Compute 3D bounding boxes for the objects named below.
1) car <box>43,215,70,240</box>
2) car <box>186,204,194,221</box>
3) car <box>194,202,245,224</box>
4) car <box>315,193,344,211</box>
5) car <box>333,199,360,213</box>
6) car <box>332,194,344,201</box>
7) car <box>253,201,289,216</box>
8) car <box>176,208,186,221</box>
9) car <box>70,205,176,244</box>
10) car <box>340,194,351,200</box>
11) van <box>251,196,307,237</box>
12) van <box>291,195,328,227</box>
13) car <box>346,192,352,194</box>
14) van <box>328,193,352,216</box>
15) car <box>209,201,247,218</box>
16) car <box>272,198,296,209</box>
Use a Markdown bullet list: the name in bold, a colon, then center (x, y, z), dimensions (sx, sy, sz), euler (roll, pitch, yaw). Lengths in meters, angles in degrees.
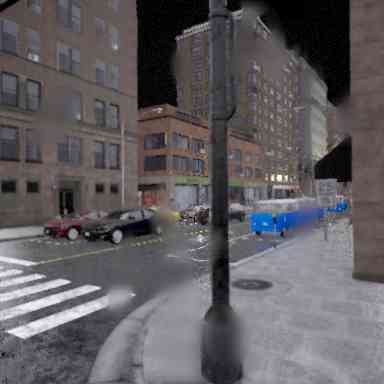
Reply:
- **car**: center (-5.623, 1.637, 17.667), dimensions (1.887, 1.381, 4.507), euler (0, 0, 34)
- **car**: center (0.454, 1.636, 26.820), dimensions (1.802, 1.307, 4.206), euler (0, 0, 34)
- **car**: center (2.378, 1.546, 24.742), dimensions (1.812, 1.442, 4.674), euler (-1, 0, 34)
- **car**: center (17.072, 1.131, 41.099), dimensions (2.150, 2.045, 5.566), euler (-1, 0, 34)
- **car**: center (16.686, 1.438, 35.845), dimensions (2.008, 1.369, 4.403), euler (0, 0, 34)
- **car**: center (33.876, 1.327, 77.156), dimensions (1.967, 1.590, 4.097), euler (0, 0, 34)
- **car**: center (7.955, 1.587, 33.126), dimensions (1.895, 1.301, 4.718), euler (-1, 0, 34)
- **car**: center (-2.679, 1.599, 22.101), dimensions (1.752, 1.417, 4.829), euler (0, 0, 34)
- **car**: center (-3.169, 1.533, 16.406), dimensions (1.882, 1.535, 5.008), euler (-1, 0, 33)
- **car**: center (39.953, 1.308, 86.309), dimensions (1.967, 1.590, 4.097), euler (0, 0, 34)
- **van**: center (4.536, 1.302, 17.544), dimensions (1.690, 1.788, 3.998), euler (0, 0, 34)
- **van**: center (7.574, 1.283, 22.119), dimensions (1.690, 1.788, 3.998), euler (0, 0, 34)
- **car**: center (25.308, 1.086, 53.468), dimensions (2.150, 2.045, 5.566), euler (-1, 0, 32)
- **van**: center (13.648, 1.246, 31.270), dimensions (1.690, 1.788, 3.998), euler (0, 0, 34)
- **car**: center (3.492, 1.617, 31.395), dimensions (1.802, 1.307, 4.206), euler (0, 0, 34)
- **car**: center (12.514, 1.508, 44.982), dimensions (1.752, 1.417, 4.829), euler (0, 0, 34)
